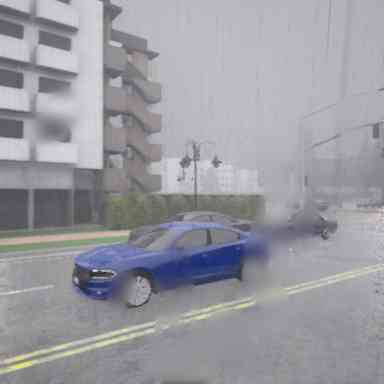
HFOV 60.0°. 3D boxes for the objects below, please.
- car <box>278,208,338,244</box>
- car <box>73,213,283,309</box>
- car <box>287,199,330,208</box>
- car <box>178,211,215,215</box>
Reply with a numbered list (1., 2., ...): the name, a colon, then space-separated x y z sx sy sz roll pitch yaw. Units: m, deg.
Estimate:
1. car: 4.900 1.626 15.967 4.718 1.301 1.895 0 0 -36
2. car: -0.262 1.486 8.074 5.008 1.535 1.882 0 0 -35
3. car: 13.130 1.568 37.893 1.837 1.490 4.892 0 0 -38
4. car: 0.066 1.492 12.598 5.008 1.535 1.882 0 0 -35
